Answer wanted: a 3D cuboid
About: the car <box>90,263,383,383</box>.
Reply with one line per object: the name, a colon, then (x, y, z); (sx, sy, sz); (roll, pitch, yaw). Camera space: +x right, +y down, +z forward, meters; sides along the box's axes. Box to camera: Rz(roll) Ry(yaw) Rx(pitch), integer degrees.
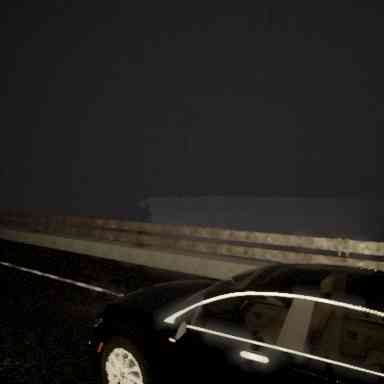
car: (1.027, 1.500, 3.271); (4.892, 1.490, 1.837); (1, 0, 36)
